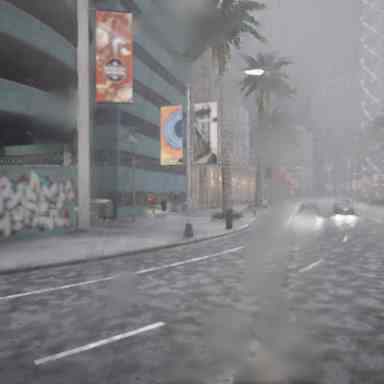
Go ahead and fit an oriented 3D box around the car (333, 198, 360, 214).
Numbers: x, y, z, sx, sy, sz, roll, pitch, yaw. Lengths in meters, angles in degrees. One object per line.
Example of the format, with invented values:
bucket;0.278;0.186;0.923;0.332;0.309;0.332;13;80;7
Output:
car;16.627;1.628;36.589;2.128;1.511;4.902;-1;0;19

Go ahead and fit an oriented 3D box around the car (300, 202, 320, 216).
car;12.231;1.754;34.571;1.895;1.301;4.718;-1;0;19

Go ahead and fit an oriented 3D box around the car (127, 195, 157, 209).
car;-6.638;1.390;44.980;2.435;2.045;5.566;-1;0;19

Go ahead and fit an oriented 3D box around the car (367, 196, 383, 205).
car;38.339;1.554;68.571;2.185;1.767;4.553;-1;0;19
